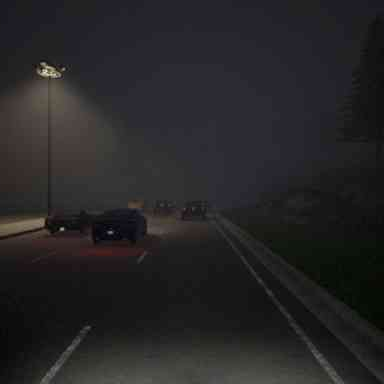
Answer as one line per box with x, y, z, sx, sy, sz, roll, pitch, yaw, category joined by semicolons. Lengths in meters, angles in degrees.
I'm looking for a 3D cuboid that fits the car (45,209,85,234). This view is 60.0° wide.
-6.898;1.682;19.890;1.895;1.301;4.718;0;0;0;car

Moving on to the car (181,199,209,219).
0.154;1.473;30.062;2.097;1.767;4.553;0;0;1;car

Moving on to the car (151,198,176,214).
-3.017;1.504;37.567;2.097;1.767;4.553;0;0;4;car

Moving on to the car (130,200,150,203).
-6.260;1.640;40.068;1.882;1.535;5.008;0;0;7;car

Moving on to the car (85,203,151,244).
-3.399;1.544;16.317;1.882;1.535;5.008;0;0;0;car

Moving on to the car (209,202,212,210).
1.352;1.663;42.689;2.128;1.511;4.902;0;0;13;car
